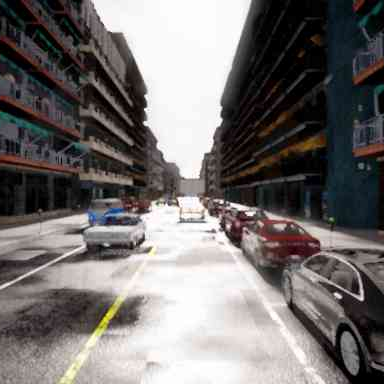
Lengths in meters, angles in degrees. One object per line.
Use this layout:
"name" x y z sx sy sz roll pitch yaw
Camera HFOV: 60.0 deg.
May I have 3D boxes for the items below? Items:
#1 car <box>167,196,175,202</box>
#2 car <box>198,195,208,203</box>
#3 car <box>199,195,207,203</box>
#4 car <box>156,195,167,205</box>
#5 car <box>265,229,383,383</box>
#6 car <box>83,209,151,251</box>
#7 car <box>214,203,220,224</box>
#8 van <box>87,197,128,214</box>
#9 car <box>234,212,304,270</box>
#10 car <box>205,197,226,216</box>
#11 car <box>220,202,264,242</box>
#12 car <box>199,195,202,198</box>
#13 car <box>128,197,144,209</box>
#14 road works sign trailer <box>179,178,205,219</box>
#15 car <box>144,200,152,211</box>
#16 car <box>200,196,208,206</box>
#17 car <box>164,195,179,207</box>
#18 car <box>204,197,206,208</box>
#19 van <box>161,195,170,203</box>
"car" -5.721 1.759 90.174 1.967 1.590 4.097 0 0 0
"car" 2.662 1.572 78.830 2.192 1.841 5.009 0 0 0
"car" 2.671 1.695 56.187 1.887 1.381 4.507 0 0 0
"car" -5.711 1.698 61.695 1.752 1.417 4.829 0 0 0
"car" 2.689 1.558 5.228 2.008 1.369 4.403 0 0 0
"car" -3.105 1.621 14.320 1.895 1.301 4.718 0 0 0
"car" 2.683 1.617 22.215 1.802 1.307 4.206 0 0 0
"van" -5.697 1.377 22.234 1.690 1.788 3.998 0 0 0
"car" 2.687 1.560 10.891 1.887 1.381 4.507 0 0 0
"car" 2.678 1.510 33.534 1.967 1.590 4.097 0 0 0
"car" 2.685 1.465 16.551 1.967 1.590 4.097 0 0 0
"car" 2.669 1.700 62.015 1.752 1.417 4.829 0 0 0
"car" -5.700 1.367 27.894 2.192 1.841 5.009 0 0 0
"road works sign trailer" -0.009 0.523 30.164 2.380 3.560 2.880 0 0 0
"car" -5.704 1.635 39.217 1.887 1.381 4.507 0 0 0
"car" 2.673 1.675 50.521 1.887 1.381 4.507 0 0 0
"car" -3.072 1.674 55.435 1.812 1.442 4.674 0 0 0
"car" 2.677 1.616 39.367 1.752 1.417 4.829 0 0 0
"van" -5.716 1.568 73.190 1.690 1.788 3.998 0 0 0
